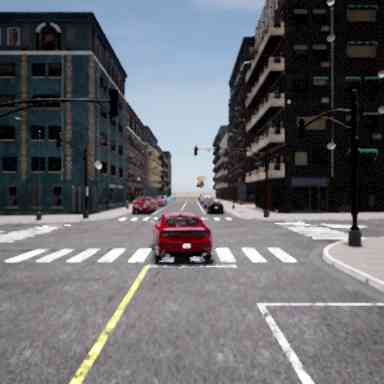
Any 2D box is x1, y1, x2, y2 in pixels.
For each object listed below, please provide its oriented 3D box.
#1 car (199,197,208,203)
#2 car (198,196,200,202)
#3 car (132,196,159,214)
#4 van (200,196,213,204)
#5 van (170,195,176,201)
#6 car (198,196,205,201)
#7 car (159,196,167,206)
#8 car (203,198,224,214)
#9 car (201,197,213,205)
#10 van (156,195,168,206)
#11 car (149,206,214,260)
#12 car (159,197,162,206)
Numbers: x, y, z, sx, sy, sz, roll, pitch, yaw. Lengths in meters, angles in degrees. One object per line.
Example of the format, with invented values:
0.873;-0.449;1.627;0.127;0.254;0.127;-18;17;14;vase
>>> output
2.564;1.752;75.652;2.008;1.369;4.403;0;0;0;car
2.565;1.615;64.548;1.967;1.590;4.097;0;0;0;car
-5.315;1.422;36.788;2.192;1.841;5.009;0;0;0;car
2.565;1.489;53.444;1.690;1.788;3.998;0;0;0;van
-5.316;1.578;92.307;1.690;1.788;3.998;0;0;0;van
2.563;1.781;92.308;1.887;1.381;4.507;0;0;0;car
-5.315;1.694;53.443;1.887;1.381;4.507;0;0;0;car
2.565;1.672;36.788;1.947;1.339;4.313;0;0;0;car
2.565;1.717;47.892;1.802;1.307;4.206;0;0;0;car
-5.315;1.504;58.995;1.690;1.788;3.998;0;0;0;van
-0.541;1.511;12.729;1.882;1.535;5.008;0;0;-9;car
-5.315;1.666;42.339;1.887;1.381;4.507;0;0;0;car
